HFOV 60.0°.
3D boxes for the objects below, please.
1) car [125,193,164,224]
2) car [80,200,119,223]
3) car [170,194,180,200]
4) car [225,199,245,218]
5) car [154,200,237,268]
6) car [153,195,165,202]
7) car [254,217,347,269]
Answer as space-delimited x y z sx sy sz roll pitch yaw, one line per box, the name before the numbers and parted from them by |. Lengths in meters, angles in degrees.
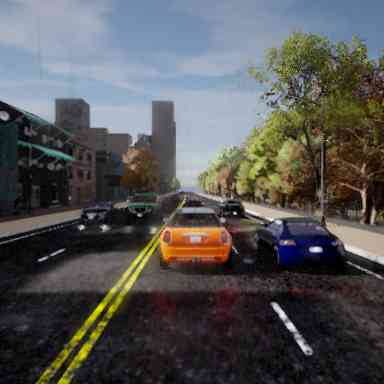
car | -3.354 1.109 24.110 2.150 2.045 5.566 0 0 0
car | -6.603 1.379 24.215 2.128 1.511 4.902 0 0 0
car | -3.274 1.173 64.918 1.882 1.535 5.008 0 0 0
car | 3.345 1.374 28.337 1.837 1.490 4.892 0 0 0
car | 0.098 1.300 11.218 2.097 1.767 4.553 0 0 0
car | -6.516 1.306 65.289 1.895 1.301 4.718 0 0 0
car | 3.348 1.513 10.979 1.994 1.385 4.181 0 0 0
